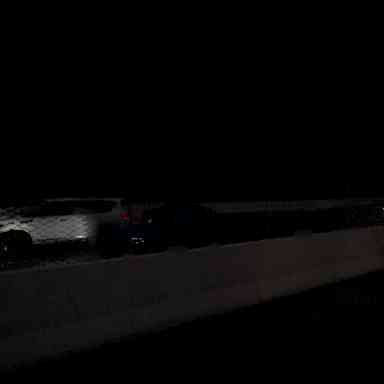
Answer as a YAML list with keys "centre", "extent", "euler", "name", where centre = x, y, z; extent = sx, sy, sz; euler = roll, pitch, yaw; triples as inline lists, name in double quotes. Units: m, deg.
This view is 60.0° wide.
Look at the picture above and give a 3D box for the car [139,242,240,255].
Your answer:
- centre: [-0.374, 1.481, 12.323]
  extent: [5.008, 1.535, 1.882]
  euler: [0, 0, -36]
  name: "car"
